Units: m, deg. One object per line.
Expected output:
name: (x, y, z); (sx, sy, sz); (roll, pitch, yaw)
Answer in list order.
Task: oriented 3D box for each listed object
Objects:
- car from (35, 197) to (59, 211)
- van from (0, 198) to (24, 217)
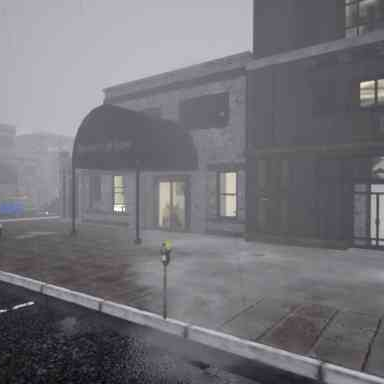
car: (-16.423, 1.412, 41.209); (2.097, 1.767, 4.553); (0, 0, 35)
van: (-17.311, 1.415, 29.835); (1.690, 1.788, 3.998); (0, 0, 35)
